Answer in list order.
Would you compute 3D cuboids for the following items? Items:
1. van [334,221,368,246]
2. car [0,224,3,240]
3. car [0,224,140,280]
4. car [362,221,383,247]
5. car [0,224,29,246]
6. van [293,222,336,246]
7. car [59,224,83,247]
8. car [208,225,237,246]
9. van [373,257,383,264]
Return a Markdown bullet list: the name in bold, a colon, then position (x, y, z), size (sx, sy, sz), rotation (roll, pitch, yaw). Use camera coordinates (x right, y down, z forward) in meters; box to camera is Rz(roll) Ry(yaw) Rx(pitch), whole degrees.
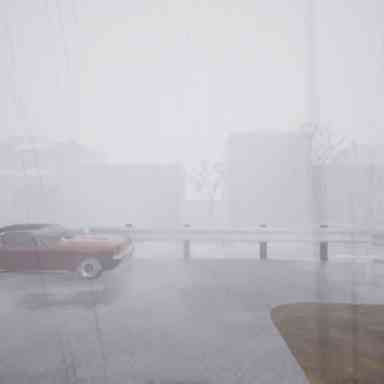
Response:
- **van**: position (14.531, 4.061, 32.682), size (1.878, 1.987, 4.442), rotation (0, 0, -18)
- **car**: position (-20.934, 4.296, 33.680), size (2.163, 1.488, 4.792), rotation (0, 0, -18)
- **car**: position (-4.047, 1.547, 9.139), size (4.718, 1.301, 1.895), rotation (-1, 1, 2)
- **car**: position (17.543, 4.037, 32.458), size (2.435, 2.045, 5.566), rotation (0, 0, -18)
- **car**: position (-17.970, 4.268, 33.562), size (2.097, 1.535, 5.008), rotation (0, 0, -18)
- **van**: position (11.573, 4.060, 32.773), size (1.878, 1.987, 4.442), rotation (0, 0, -18)
- **car**: position (-12.043, 4.272, 33.384), size (2.097, 1.535, 5.008), rotation (0, 0, -18)
- **car**: position (2.733, 4.156, 32.962), size (2.185, 1.767, 4.553), rotation (0, 0, -18)
- **van**: position (10.773, 4.358, 15.622), size (1.878, 1.987, 4.442), rotation (0, 2, -18)
